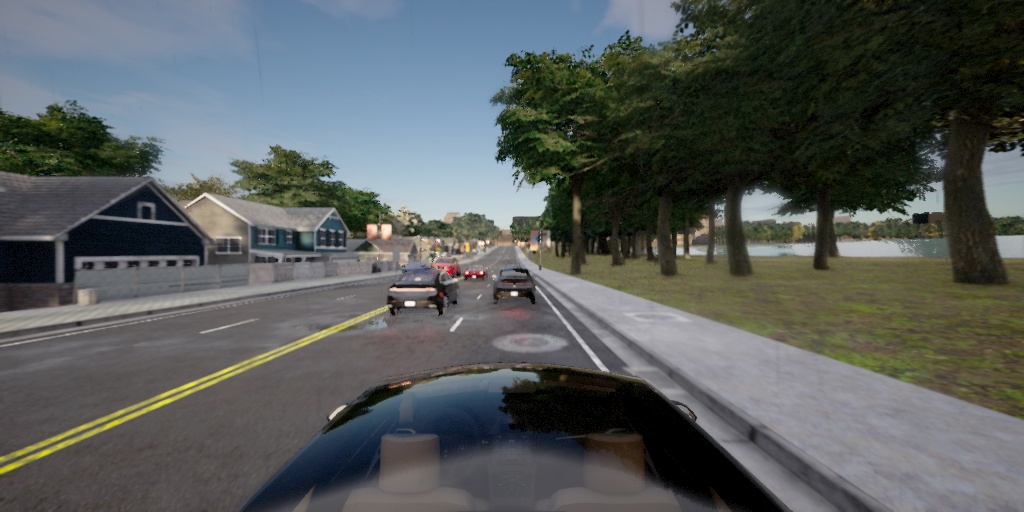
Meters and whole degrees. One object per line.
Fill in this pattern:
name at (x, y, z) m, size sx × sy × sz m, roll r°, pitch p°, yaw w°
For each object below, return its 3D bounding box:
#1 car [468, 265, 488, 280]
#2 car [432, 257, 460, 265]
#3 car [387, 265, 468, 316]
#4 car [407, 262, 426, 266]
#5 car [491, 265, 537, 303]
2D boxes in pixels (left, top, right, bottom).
car at (-3.161, 1.466, 32.133) m, size 1.895 × 1.301 × 4.718 m, roll 0°, pitch 0°, yaw 0°
car at (-6.520, 1.117, 35.636) m, size 2.150 × 2.045 × 5.566 m, roll 0°, pitch -1°, yaw 0°
car at (-3.149, 1.266, 13.481) m, size 2.128 × 1.511 × 4.902 m, roll 0°, pitch 0°, yaw 0°
car at (-9.763, 1.375, 36.450) m, size 1.882 × 1.535 × 5.008 m, roll 0°, pitch -1°, yaw 0°
car at (0.098, 1.291, 16.943) m, size 1.837 × 1.490 × 4.892 m, roll 0°, pitch 0°, yaw 0°
